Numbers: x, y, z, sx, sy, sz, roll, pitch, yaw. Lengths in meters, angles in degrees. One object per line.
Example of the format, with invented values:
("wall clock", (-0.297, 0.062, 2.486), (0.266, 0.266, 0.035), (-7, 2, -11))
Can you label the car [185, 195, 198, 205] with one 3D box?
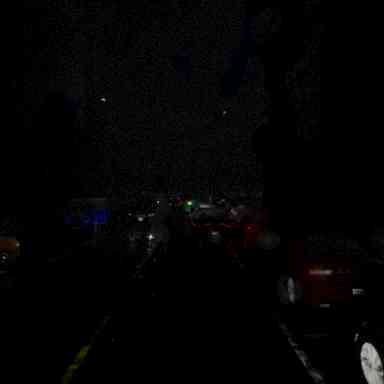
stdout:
("car", (-0.025, 1.213, 51.764), (1.882, 1.535, 5.008), (0, 0, 0))

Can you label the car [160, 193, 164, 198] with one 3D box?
("car", (-5.789, 1.264, 51.055), (1.752, 1.417, 4.829), (0, 0, 0))

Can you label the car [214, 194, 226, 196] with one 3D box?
("car", (2.744, 1.133, 34.915), (2.192, 1.841, 5.009), (0, 0, 0))

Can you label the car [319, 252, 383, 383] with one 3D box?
("car", (2.760, 1.538, 2.291), (2.008, 1.369, 4.403), (0, 0, 0))

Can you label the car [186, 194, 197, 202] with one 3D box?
("car", (-0.032, 1.154, 66.642), (2.128, 1.511, 4.902), (0, 0, 0))

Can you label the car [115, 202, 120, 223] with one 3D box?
("car", (-5.776, 1.424, 24.038), (2.008, 1.369, 4.403), (0, 0, 0))

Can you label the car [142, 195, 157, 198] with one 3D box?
("car", (-5.783, 1.357, 40.350), (1.947, 1.339, 4.313), (0, 0, 0))

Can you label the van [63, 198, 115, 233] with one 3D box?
("van", (-5.773, 1.243, 18.599), (1.690, 1.788, 3.998), (0, 0, 0))

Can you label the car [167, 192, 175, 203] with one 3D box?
("car", (-3.070, 1.166, 61.450), (1.882, 1.535, 5.008), (0, 0, 1))

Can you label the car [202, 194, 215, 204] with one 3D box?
("car", (2.734, 1.152, 56.666), (1.967, 1.590, 4.097), (0, 0, 0))

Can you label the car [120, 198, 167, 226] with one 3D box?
("car", (-3.111, 1.373, 22.519), (2.128, 1.511, 4.902), (0, 0, 0))

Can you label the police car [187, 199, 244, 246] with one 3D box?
("police car", (0.882, 1.347, 14.979), (1.930, 1.638, 5.238), (0, 0, 0))

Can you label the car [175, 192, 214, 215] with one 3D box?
("car", (0.322, 1.059, 31.118), (2.150, 2.045, 5.566), (0, 0, 11))

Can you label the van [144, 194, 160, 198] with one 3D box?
("van", (-5.786, 1.106, 45.787), (1.690, 1.788, 3.998), (0, 0, 0))

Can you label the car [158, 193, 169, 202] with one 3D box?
("car", (-5.797, 1.102, 67.537), (1.967, 1.590, 4.097), (0, 0, 0))

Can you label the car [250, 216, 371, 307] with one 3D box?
("car", (2.758, 1.503, 7.729), (1.887, 1.381, 4.507), (0, 0, 0))

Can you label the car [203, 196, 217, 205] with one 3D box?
("car", (2.736, 1.283, 51.229), (1.887, 1.381, 4.507), (0, 0, 0))

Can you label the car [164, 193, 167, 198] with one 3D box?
("car", (-5.791, 1.278, 56.663), (1.947, 1.339, 4.313), (0, 0, 0))

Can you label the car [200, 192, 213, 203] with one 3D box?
("car", (2.731, 1.002, 62.103), (2.192, 1.841, 5.009), (0, 0, 0))

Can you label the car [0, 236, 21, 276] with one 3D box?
("car", (-5.768, 1.485, 7.555), (1.752, 1.417, 4.829), (0, 0, 0))

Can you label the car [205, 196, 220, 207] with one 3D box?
("car", (2.739, 1.289, 45.961), (1.752, 1.417, 4.829), (0, 0, 0))

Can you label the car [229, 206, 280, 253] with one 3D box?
("car", (2.755, 1.475, 13.167), (1.887, 1.381, 4.507), (0, 0, 0))

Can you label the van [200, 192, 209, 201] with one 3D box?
("van", (2.726, 0.978, 72.978), (1.690, 1.788, 3.998), (0, 0, 0))

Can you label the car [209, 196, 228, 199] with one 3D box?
("car", (2.747, 1.370, 29.649), (1.752, 1.417, 4.829), (0, 0, 0))

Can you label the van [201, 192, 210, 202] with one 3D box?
("van", (2.728, 1.003, 67.541), (1.690, 1.788, 3.998), (0, 0, 0))

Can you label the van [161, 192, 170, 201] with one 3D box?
("van", (-5.800, 0.978, 72.974), (1.690, 1.788, 3.998), (0, 0, 0))

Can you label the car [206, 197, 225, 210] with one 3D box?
("car", (2.742, 1.342, 40.354), (2.008, 1.369, 4.403), (0, 0, 0))
